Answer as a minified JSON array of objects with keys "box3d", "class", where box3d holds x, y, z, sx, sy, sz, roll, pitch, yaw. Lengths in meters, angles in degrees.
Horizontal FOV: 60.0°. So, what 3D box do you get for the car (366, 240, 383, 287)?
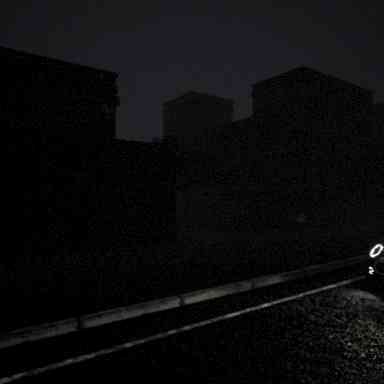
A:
[{"box3d":[6.253,1.356,8.150,4.553,1.767,2.097,0,0,-36],"class":"car"}]
